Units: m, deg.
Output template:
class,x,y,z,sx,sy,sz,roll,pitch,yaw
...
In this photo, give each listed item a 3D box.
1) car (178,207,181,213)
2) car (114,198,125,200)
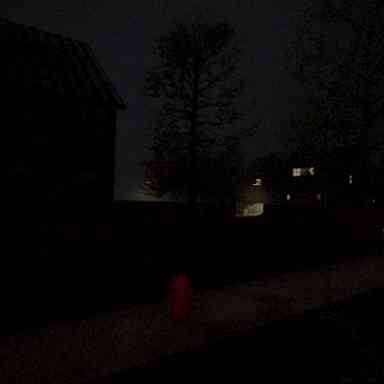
class,x,y,z,sx,sy,sz,roll,pitch,yaw
car,-0.347,2.078,38.149,1.812,1.442,4.674,2,-2,-35
car,-12.994,2.051,56.359,2.150,2.045,5.566,2,-3,-35
